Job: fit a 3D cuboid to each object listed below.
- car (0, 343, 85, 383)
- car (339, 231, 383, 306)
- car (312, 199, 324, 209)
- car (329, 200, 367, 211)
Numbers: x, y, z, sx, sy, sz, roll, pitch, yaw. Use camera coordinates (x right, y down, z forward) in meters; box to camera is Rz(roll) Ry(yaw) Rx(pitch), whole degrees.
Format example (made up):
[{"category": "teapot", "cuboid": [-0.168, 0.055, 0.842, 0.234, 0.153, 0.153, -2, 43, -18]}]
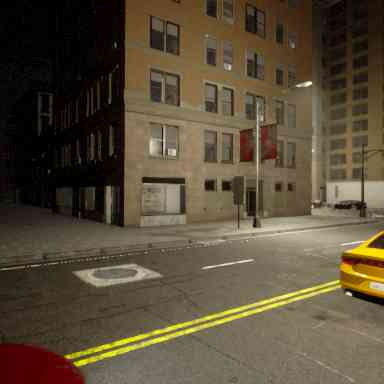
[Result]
[{"category": "car", "cuboid": [-2.817, 1.525, 1.427, 4.674, 1.442, 1.812, 0, 0, -36]}, {"category": "car", "cuboid": [5.222, 1.478, 7.183, 5.008, 1.535, 1.882, 0, 0, -35]}, {"category": "car", "cuboid": [15.578, 1.582, 44.937, 2.008, 1.369, 4.403, 0, 0, -35]}, {"category": "car", "cuboid": [18.854, 1.596, 40.319, 1.947, 1.339, 4.313, 0, 0, -35]}]
